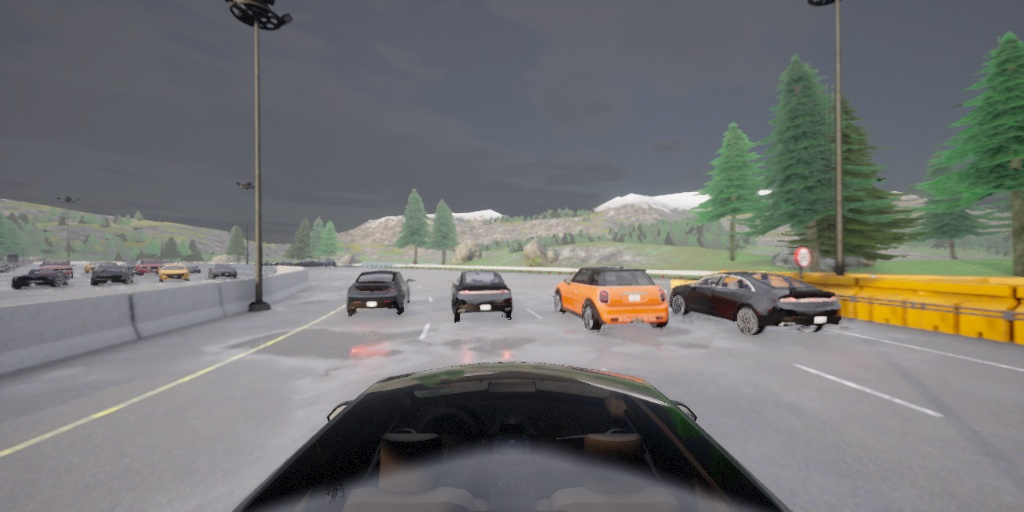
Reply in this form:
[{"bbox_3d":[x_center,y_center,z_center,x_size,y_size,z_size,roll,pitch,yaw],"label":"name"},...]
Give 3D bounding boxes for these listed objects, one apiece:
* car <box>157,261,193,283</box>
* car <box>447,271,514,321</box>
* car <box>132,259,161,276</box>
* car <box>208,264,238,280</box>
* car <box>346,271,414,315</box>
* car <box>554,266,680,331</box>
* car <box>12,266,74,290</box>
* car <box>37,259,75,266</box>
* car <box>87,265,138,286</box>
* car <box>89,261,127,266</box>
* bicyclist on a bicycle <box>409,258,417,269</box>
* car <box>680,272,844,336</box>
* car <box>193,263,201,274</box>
[{"bbox_3d":[-30.174,1.487,32.044,1.882,1.535,5.008,0,-1,-45],"label":"car"},{"bbox_3d":[-1.175,1.252,12.550,2.128,1.511,4.902,0,0,-10],"label":"car"},{"bbox_3d":[-43.524,1.341,43.192,5.566,2.045,2.150,0,0,38],"label":"car"},{"bbox_3d":[-28.516,1.502,35.324,4.892,1.490,1.837,-1,-1,44],"label":"car"},{"bbox_3d":[-4.995,1.297,13.841,1.837,1.490,4.892,0,0,-12],"label":"car"},{"bbox_3d":[2.791,1.080,11.135,2.097,1.767,4.553,-1,0,-8],"label":"car"},{"bbox_3d":[-33.814,1.642,25.857,1.895,1.301,4.718,0,0,-42],"label":"car"},{"bbox_3d":[-47.354,1.374,37.296,5.566,2.045,2.150,0,0,38],"label":"car"},{"bbox_3d":[-31.152,1.619,28.084,1.895,1.301,4.718,0,0,-42],"label":"car"},{"bbox_3d":[-44.847,1.483,39.779,4.553,1.767,2.097,0,0,38],"label":"car"},{"bbox_3d":[-16.285,1.227,59.661,0.582,1.620,1.656,1,-21,38],"label":"bicyclist on a bicycle"},{"bbox_3d":[6.461,1.190,10.269,2.128,1.511,4.902,0,0,-7],"label":"car"},{"bbox_3d":[-41.773,1.631,46.267,4.674,1.442,1.812,0,0,38],"label":"car"}]
